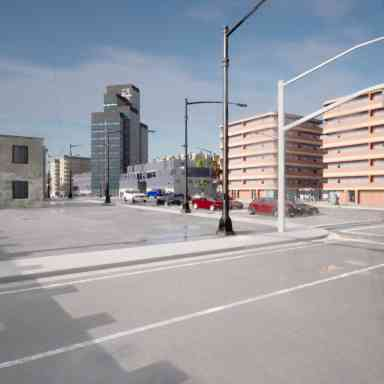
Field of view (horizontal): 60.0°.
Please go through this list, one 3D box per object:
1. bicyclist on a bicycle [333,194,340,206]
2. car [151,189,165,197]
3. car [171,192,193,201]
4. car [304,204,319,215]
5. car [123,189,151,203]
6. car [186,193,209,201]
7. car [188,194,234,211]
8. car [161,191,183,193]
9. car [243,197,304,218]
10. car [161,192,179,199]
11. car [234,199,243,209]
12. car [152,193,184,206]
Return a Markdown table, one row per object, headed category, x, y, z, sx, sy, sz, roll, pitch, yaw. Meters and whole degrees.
| category | x | y | z | sx | sy | sz | roll | pitch | yaw |
| --- | --- | --- | --- | --- | --- | --- | --- | --- | --- |
| bicyclist on a bicycle | 19.976 | 1.094 | 45.979 | 1.656 | 1.620 | 0.582 | 0 | 1 | -34 |
| car | -7.580 | 0.334 | 69.602 | 2.150 | 2.045 | 5.566 | 0 | 1 | -34 |
| car | -1.919 | 0.862 | 61.434 | 1.837 | 1.490 | 4.892 | 0 | 1 | -34 |
| car | 9.492 | 1.413 | 32.096 | 2.033 | 1.411 | 5.357 | 0 | 1 | -35 |
| car | -9.130 | 0.627 | 53.177 | 2.150 | 2.045 | 5.566 | 0 | 1 | -33 |
| car | 0.964 | 0.959 | 63.321 | 1.895 | 1.301 | 4.718 | 0 | 1 | -34 |
| car | 1.962 | 1.229 | 36.894 | 1.882 | 1.535 | 5.008 | 0 | 1 | -34 |
| car | -2.369 | 1.053 | 49.451 | 1.812 | 1.442 | 4.674 | 0 | 1 | -34 |
| car | 7.111 | 1.231 | 29.387 | 2.097 | 1.767 | 4.553 | 0 | 1 | -34 |
| car | -4.676 | 0.661 | 71.557 | 1.994 | 1.385 | 4.181 | 0 | 1 | -34 |
| car | 4.142 | 1.256 | 39.914 | 1.812 | 1.442 | 4.674 | 0 | 1 | -34 |
| car | -3.163 | 1.157 | 44.402 | 1.994 | 1.385 | 4.181 | 0 | 1 | -34 |
